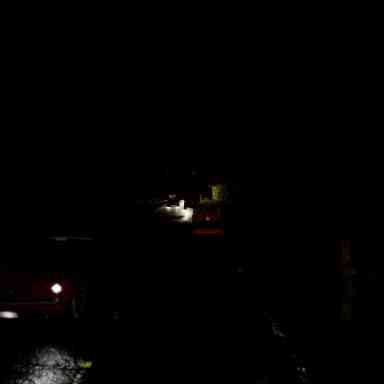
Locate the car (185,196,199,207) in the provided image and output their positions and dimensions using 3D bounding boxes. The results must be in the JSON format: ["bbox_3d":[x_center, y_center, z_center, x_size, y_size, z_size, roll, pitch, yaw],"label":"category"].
[{"bbox_3d":[0.008,1.457,51.413,2.128,1.511,4.902,0,0,0],"label":"car"}]

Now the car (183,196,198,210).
[{"bbox_3d":[0.019,1.323,41.485,2.097,1.767,4.553,0,0,0],"label":"car"}]

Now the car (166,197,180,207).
[{"bbox_3d":[-2.813,1.513,50.580,2.033,1.411,5.357,0,0,0],"label":"car"}]

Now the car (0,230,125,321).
[{"bbox_3d":[-2.851,1.595,7.370,1.895,1.301,4.718,0,0,0],"label":"car"}]

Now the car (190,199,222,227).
[{"bbox_3d":[0.966,1.461,22.823,1.882,1.535,5.008,0,0,0],"label":"car"}]
